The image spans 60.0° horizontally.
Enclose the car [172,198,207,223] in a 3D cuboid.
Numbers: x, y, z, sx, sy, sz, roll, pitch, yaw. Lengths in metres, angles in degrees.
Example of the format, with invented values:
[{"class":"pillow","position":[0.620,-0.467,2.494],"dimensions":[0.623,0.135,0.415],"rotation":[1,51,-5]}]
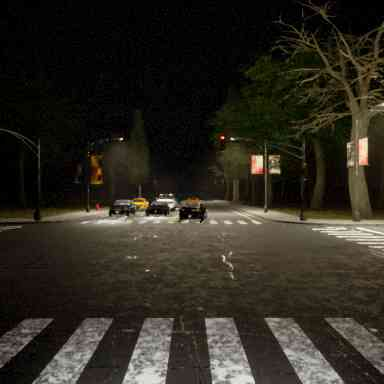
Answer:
[{"class":"car","position":[0.085,1.504,25.807],"dimensions":[2.128,1.511,4.902],"rotation":[0,0,5]}]

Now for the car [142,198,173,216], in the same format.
[{"class":"car","position":[-3.272,1.584,32.249],"dimensions":[1.994,1.385,4.181],"rotation":[0,0,1]}]

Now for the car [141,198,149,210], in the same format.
[{"class":"car","position":[-6.512,1.521,41.111],"dimensions":[1.882,1.535,5.008],"rotation":[0,0,0]}]

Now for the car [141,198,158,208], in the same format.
[{"class":"car","position":[-6.498,1.662,51.157],"dimensions":[1.994,1.385,4.181],"rotation":[0,0,-1]}]

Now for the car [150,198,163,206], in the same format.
[{"class":"car","position":[-6.440,1.775,61.215],"dimensions":[1.895,1.301,4.718],"rotation":[0,0,0]}]

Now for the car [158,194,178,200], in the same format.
[{"class":"car","position":[-3.262,1.267,41.606],"dimensions":[2.150,2.045,5.566],"rotation":[0,0,0]}]

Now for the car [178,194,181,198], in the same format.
[{"class":"car","position":[-3.176,1.406,62.470],"dimensions":[2.150,2.045,5.566],"rotation":[0,0,1]}]

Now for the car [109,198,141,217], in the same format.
[{"class":"car","position":[-6.532,1.510,31.612],"dimensions":[2.128,1.511,4.902],"rotation":[0,0,0]}]

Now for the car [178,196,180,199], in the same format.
[{"class":"car","position":[-3.243,1.704,51.857],"dimensions":[1.895,1.301,4.718],"rotation":[0,0,0]}]
